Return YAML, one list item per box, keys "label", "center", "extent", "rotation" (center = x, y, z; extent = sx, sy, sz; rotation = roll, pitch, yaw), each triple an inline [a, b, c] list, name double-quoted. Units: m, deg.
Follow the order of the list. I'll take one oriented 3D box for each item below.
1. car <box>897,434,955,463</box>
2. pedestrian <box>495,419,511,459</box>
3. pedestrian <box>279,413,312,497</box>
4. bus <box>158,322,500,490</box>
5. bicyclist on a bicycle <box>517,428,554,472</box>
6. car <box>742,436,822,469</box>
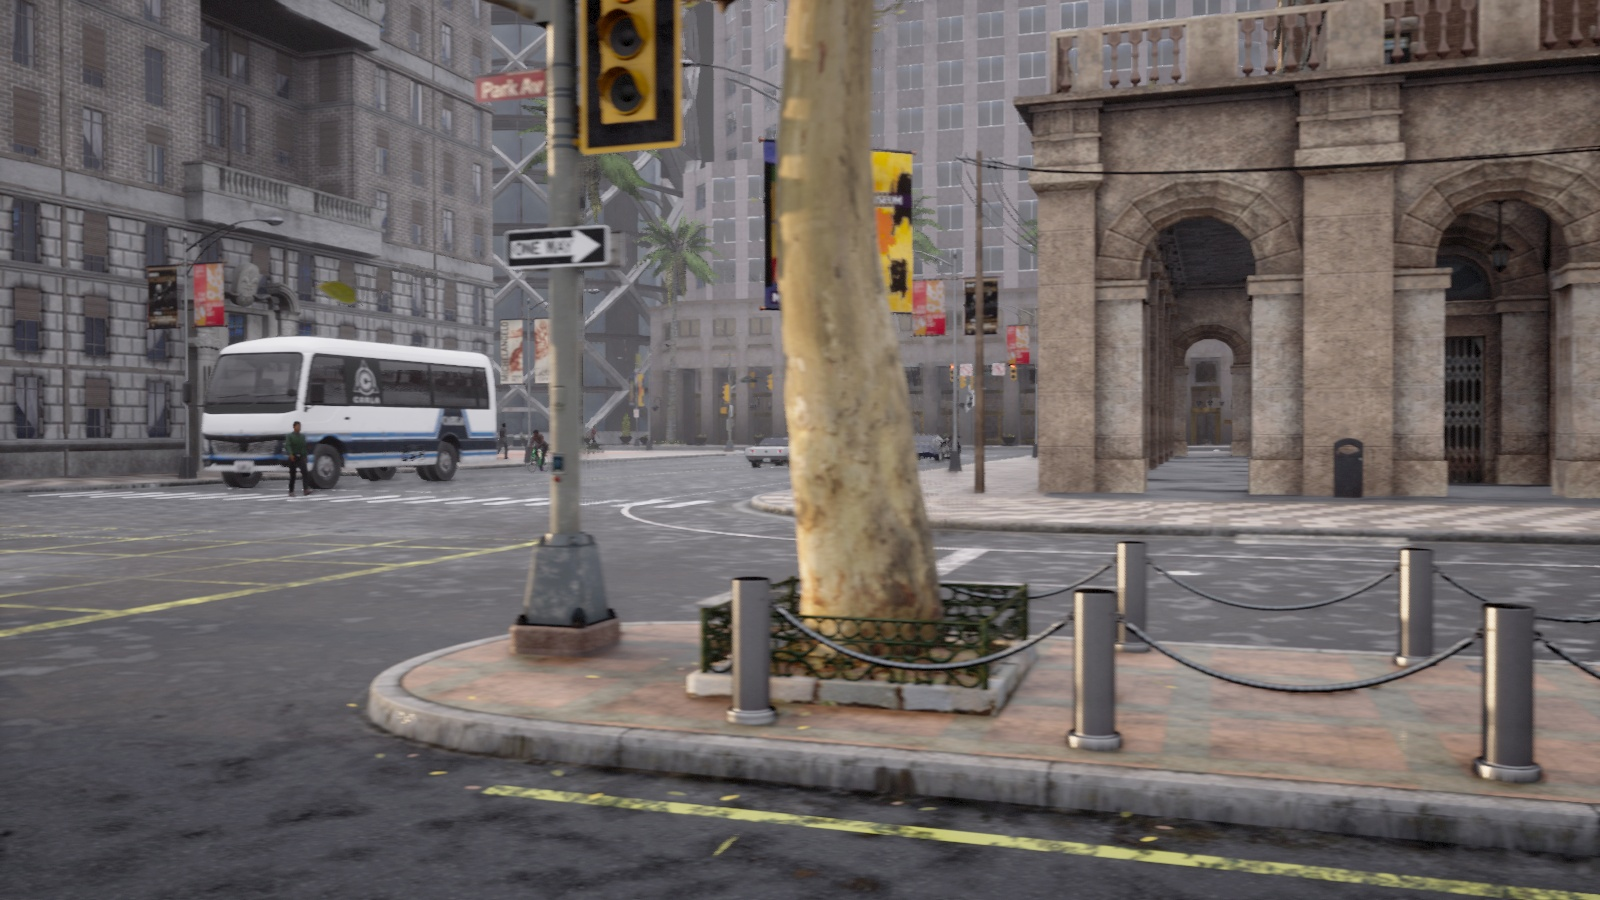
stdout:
- label: "car"
  center: [6.366, -0.096, 63.112]
  extent: [1.994, 1.385, 4.181]
  rotation: [1, 1, 19]
- label: "pedestrian"
  center: [-14.470, -0.551, 61.151]
  extent: [0.402, 1.930, 0.666]
  rotation: [1, 1, 25]
- label: "pedestrian"
  center: [-11.842, 0.102, 29.461]
  extent: [0.788, 1.949, 0.423]
  rotation: [1, 1, 42]
- label: "bus"
  center: [-13.408, -1.198, 37.301]
  extent: [3.944, 4.253, 10.273]
  rotation: [1, 1, 18]
- label: "bicyclist on a bicycle"
  center: [-10.016, -0.020, 47.586]
  extent: [0.582, 1.620, 1.656]
  rotation: [1, 1, 18]
- label: "car"
  center: [-0.710, 0.072, 53.231]
  extent: [1.895, 1.301, 4.718]
  rotation: [1, 1, 19]
